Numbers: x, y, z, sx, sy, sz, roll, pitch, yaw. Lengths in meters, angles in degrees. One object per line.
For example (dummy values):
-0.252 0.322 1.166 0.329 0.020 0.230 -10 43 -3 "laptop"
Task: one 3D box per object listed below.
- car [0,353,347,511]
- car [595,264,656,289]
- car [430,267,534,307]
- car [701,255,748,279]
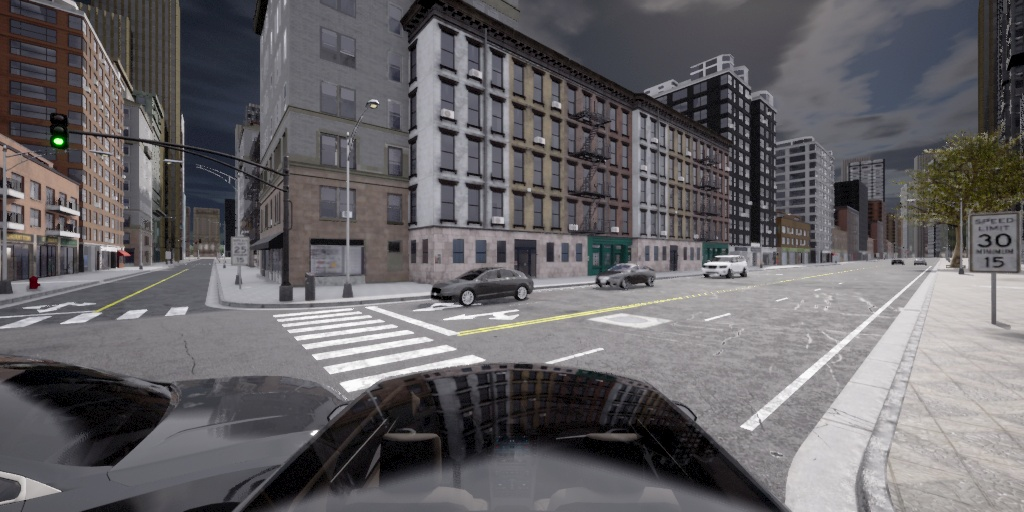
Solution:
-3.246 1.257 1.587 4.892 1.490 1.837 0 0 -35 "car"
7.310 1.240 22.899 4.902 1.511 2.128 0 0 -40 "car"
-1.191 1.265 15.829 4.892 1.490 1.837 0 0 -40 "car"
19.771 0.958 33.215 5.566 2.045 2.150 0 0 -38 "car"
